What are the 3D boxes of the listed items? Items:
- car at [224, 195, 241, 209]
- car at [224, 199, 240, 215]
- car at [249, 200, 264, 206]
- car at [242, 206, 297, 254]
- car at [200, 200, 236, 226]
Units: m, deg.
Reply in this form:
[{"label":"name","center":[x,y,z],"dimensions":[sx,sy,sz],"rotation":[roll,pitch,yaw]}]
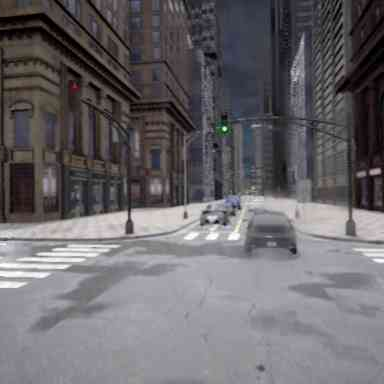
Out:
[{"label":"car","center":[5.841,1.460,47.333],"dimensions":[2.150,2.045,5.566],"rotation":[-1,0,10]},{"label":"car","center":[3.500,1.735,34.004],"dimensions":[1.994,1.385,4.181],"rotation":[-1,0,12]},{"label":"car","center":[7.892,1.687,40.763],"dimensions":[1.812,1.442,4.674],"rotation":[-1,0,10]},{"label":"car","center":[3.154,1.544,13.757],"dimensions":[1.837,1.490,4.892],"rotation":[-1,0,10]},{"label":"car","center":[1.758,1.620,24.245],"dimensions":[2.128,1.511,4.902],"rotation":[-1,0,11]}]
